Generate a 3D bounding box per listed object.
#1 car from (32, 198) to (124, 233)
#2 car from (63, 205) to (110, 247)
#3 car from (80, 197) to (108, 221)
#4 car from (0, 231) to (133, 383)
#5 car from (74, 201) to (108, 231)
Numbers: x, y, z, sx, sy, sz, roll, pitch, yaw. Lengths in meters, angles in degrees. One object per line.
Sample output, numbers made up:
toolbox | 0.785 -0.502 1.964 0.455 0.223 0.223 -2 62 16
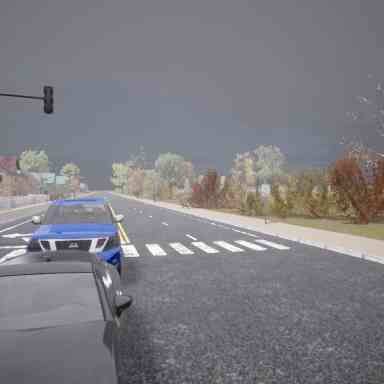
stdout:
car | -3.348 1.218 10.028 2.150 2.045 5.566 0 0 -15
car | -4.986 1.499 16.106 1.837 1.490 4.892 0 0 -15
car | -8.077 1.338 27.595 2.097 1.767 4.553 0 0 -15
car | -1.729 1.524 3.934 1.812 1.442 4.674 0 0 -13
car | -6.535 1.468 21.856 1.882 1.535 5.008 0 0 -15
